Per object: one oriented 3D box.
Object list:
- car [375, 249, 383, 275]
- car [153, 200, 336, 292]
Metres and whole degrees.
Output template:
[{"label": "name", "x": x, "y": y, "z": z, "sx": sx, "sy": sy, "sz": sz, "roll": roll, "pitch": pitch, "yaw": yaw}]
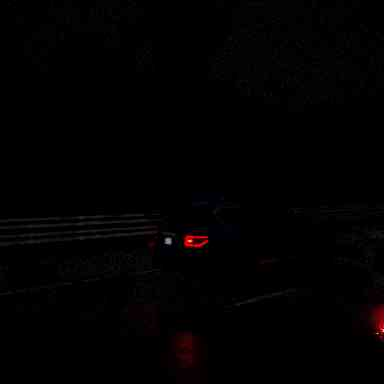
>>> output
[{"label": "car", "x": 6.791, "y": 1.619, "z": 8.574, "sx": 4.718, "sy": 1.301, "sz": 1.895, "roll": 0, "pitch": 0, "yaw": -35}, {"label": "car", "x": 1.633, "y": 1.230, "z": 9.221, "sx": 5.566, "sy": 2.045, "sz": 2.150, "roll": 0, "pitch": 0, "yaw": -35}]
